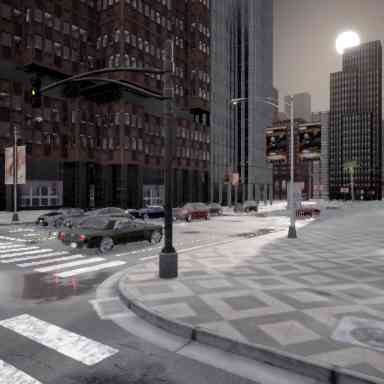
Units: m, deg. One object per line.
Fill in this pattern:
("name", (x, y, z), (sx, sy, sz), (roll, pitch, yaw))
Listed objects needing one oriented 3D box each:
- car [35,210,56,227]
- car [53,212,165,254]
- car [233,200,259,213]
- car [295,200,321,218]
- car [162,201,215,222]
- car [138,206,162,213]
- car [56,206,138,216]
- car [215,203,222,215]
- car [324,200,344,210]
("car", (-8.928, 1.794, 23.882), (1.994, 1.385, 4.181), (0, -1, 35))
("car", (-3.278, 1.781, 14.637), (1.895, 1.301, 4.718), (0, -1, 35))
("car", (7.664, 2.000, 47.297), (2.097, 1.767, 4.553), (0, -1, 37))
("car", (13.364, 2.077, 38.198), (1.882, 1.535, 5.008), (0, -1, 35))
("car", (-0.210, 1.738, 30.585), (2.097, 1.767, 4.553), (0, -1, 35))
("car", (-3.879, 1.957, 31.037), (1.895, 1.301, 4.718), (0, -1, 35))
("car", (-6.158, 1.741, 22.173), (1.837, 1.490, 4.892), (0, -1, 35))
("car", (1.795, 2.005, 39.053), (1.837, 1.490, 4.892), (0, -1, 35))
("car", (26.788, 2.616, 62.836), (1.895, 1.301, 4.718), (0, -1, 35))
